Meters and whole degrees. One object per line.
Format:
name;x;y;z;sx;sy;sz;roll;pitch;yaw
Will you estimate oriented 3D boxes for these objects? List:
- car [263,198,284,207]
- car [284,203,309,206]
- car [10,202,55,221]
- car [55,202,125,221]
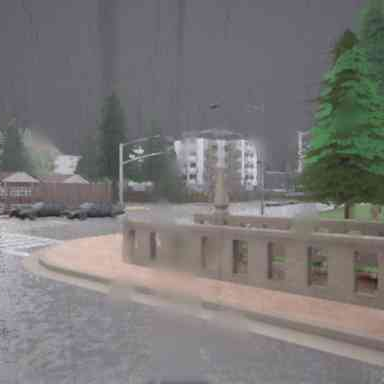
car;12.098;1.528;47.655;1.895;1.301;4.718;0;0;38
car;14.988;1.419;45.671;2.128;1.511;4.902;0;0;38
car;-12.052;1.523;27.698;2.033;1.411;5.357;0;0;38
car;-7.998;1.520;27.228;2.033;1.411;5.357;0;0;38
